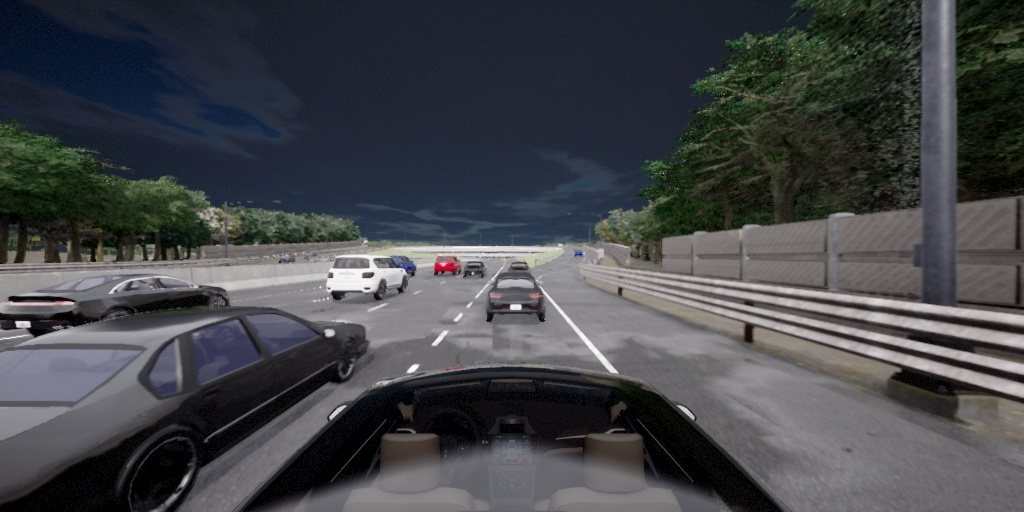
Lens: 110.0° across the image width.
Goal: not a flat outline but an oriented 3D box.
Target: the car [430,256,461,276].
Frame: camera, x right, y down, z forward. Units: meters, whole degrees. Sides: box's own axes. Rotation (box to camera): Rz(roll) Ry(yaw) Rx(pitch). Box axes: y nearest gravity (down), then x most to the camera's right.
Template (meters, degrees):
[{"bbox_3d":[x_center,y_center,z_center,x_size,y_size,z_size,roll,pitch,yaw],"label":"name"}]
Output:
[{"bbox_3d":[-6.816,0.986,38.301,2.150,2.045,5.566,0,0,0],"label":"car"}]

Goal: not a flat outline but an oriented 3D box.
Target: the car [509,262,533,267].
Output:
[{"bbox_3d":[0.712,1.267,30.507,1.837,1.490,4.892,0,0,6],"label":"car"}]

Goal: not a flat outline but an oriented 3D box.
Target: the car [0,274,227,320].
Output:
[{"bbox_3d":[-10.392,1.243,10.052,2.128,1.511,4.902,0,0,0],"label":"car"}]

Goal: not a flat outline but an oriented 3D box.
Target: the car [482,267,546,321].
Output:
[{"bbox_3d":[0.113,1.280,12.397,1.812,1.442,4.674,0,0,0],"label":"car"}]

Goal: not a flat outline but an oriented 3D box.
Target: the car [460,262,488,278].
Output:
[{"bbox_3d":[-3.424,1.268,34.058,1.837,1.490,4.892,0,0,0],"label":"car"}]

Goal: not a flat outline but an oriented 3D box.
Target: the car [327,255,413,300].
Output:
[{"bbox_3d":[-6.874,0.976,17.635,2.150,2.045,5.566,0,0,0],"label":"car"}]

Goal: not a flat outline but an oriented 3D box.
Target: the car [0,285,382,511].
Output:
[{"bbox_3d":[-3.501,1.298,4.032,2.033,1.411,5.357,0,0,0],"label":"car"}]

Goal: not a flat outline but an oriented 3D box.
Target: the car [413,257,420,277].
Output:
[{"bbox_3d":[-10.329,0.983,32.404,2.150,2.045,5.566,0,0,0],"label":"car"}]
